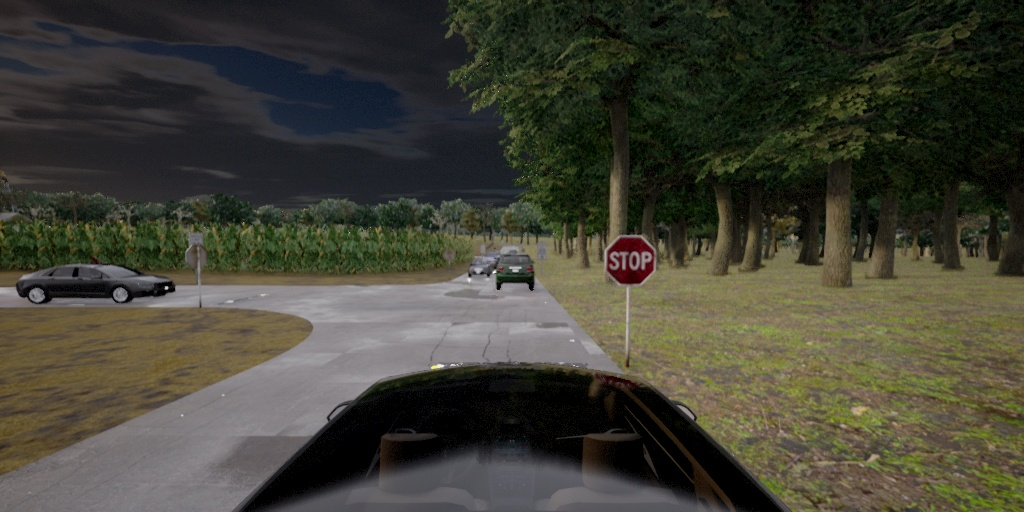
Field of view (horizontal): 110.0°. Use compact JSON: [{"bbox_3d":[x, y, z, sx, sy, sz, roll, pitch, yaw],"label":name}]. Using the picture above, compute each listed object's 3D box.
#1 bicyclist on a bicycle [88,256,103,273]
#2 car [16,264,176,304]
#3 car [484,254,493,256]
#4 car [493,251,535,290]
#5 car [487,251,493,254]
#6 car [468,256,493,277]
[{"bbox_3d":[-23.381,0.824,20.151,0.582,1.620,1.656,0,1,-11],"label":"bicyclist on a bicycle"},{"bbox_3d":[-16.933,1.093,14.786,4.892,1.490,1.837,0,2,-7],"label":"car"},{"bbox_3d":[-2.696,0.867,41.090,1.812,1.442,4.674,0,1,0],"label":"car"},{"bbox_3d":[0.191,0.865,21.801,2.150,2.045,5.566,0,0,0],"label":"car"},{"bbox_3d":[-2.651,0.332,50.788,2.150,2.045,5.566,0,1,0],"label":"car"},{"bbox_3d":[-2.735,1.011,31.660,2.128,1.511,4.902,0,1,0],"label":"car"}]
